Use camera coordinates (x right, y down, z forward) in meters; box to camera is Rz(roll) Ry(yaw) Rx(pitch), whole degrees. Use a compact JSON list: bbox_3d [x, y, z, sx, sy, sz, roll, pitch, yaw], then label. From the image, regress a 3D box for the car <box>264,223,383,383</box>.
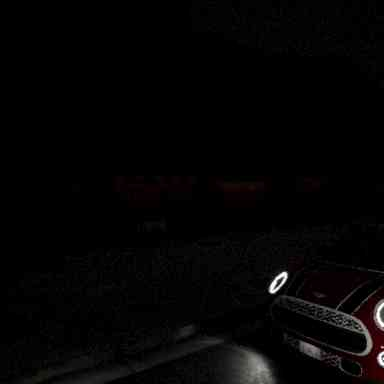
[{"bbox_3d":[3.273,1.341,5.394,4.553,1.767,2.097,0,0,-35],"label":"car"}]
